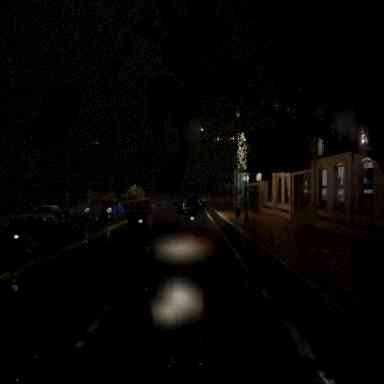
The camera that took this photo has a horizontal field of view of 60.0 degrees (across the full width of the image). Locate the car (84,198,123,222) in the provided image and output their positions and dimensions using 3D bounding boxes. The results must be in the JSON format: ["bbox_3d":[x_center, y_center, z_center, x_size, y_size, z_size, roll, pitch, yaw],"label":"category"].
[{"bbox_3d":[-6.606,1.292,25.350,2.097,1.767,4.553,0,0,0],"label":"car"}]

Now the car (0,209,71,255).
[{"bbox_3d":[-6.591,1.571,13.269,1.895,1.301,4.718,0,0,0],"label":"car"}]

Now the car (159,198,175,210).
[{"bbox_3d":[-3.233,1.461,41.750,1.994,1.385,4.181,0,0,0],"label":"car"}]

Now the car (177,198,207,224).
[{"bbox_3d":[0.027,1.449,24.036,1.837,1.490,4.892,0,1,0],"label":"car"}]

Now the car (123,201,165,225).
[{"bbox_3d":[-3.233,1.546,23.190,1.895,1.301,4.718,0,0,0],"label":"car"}]

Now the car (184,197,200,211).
[{"bbox_3d":[0.017,1.425,40.806,1.812,1.442,4.674,0,0,0],"label":"car"}]

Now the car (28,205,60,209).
[{"bbox_3d":[-9.869,1.551,21.736,1.895,1.301,4.718,0,0,0],"label":"car"}]
